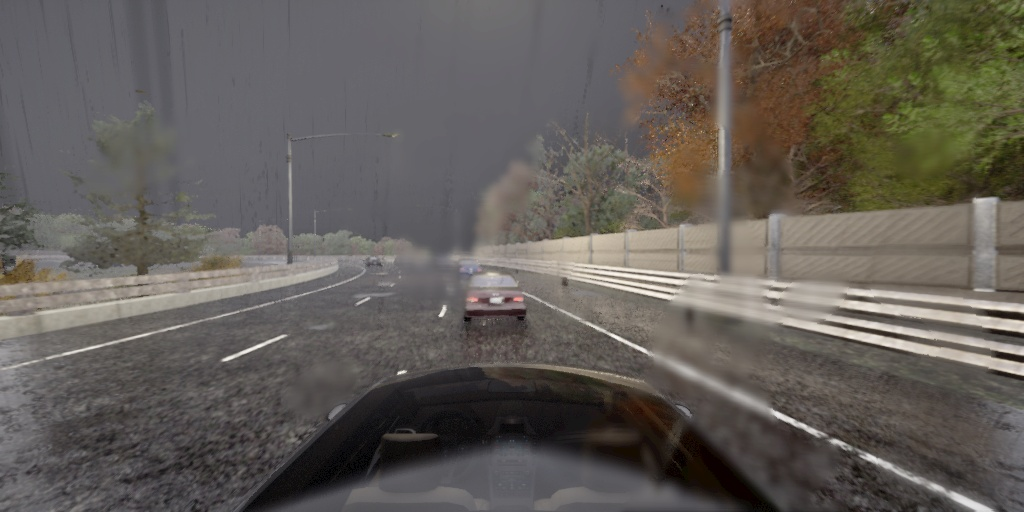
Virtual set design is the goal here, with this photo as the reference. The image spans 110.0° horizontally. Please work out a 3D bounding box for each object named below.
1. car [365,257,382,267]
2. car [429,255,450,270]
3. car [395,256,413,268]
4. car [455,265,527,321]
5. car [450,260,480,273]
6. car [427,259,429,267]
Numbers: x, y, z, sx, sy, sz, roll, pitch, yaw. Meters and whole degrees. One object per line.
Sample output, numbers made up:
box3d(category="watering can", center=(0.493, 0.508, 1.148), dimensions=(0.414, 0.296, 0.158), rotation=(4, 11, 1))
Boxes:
box3d(category="car", center=(-19.996, 0.811, 51.635), dimensions=(1.812, 1.442, 4.674), rotation=(0, 1, -28))
box3d(category="car", center=(-8.324, 0.888, 43.240), dimensions=(2.033, 1.411, 5.357), rotation=(0, 1, -20))
box3d(category="car", center=(-14.800, 0.788, 49.175), dimensions=(2.128, 1.511, 4.902), rotation=(0, 1, -25))
box3d(category="car", center=(-0.661, 1.192, 11.963), dimensions=(2.033, 1.411, 5.357), rotation=(0, 1, -6))
box3d(category="car", center=(-3.425, 1.033, 28.079), dimensions=(2.033, 1.411, 5.357), rotation=(0, 1, -14))
box3d(category="car", center=(-10.488, 0.788, 49.410), dimensions=(1.837, 1.490, 4.892), rotation=(0, 1, -19))
